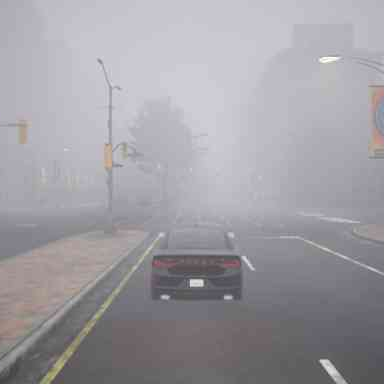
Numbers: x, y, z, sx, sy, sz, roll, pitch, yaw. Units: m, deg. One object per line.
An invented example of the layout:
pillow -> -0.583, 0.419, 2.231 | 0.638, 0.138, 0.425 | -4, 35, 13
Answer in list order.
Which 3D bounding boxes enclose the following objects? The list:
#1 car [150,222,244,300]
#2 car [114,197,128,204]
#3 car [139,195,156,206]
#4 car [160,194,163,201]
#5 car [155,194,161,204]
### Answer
car -> 0.113, 1.494, 8.467 | 1.882, 1.535, 5.008 | 0, 0, 1
car -> -14.463, 1.726, 67.851 | 1.895, 1.301, 4.718 | 0, 0, 0
car -> -7.843, 1.615, 56.478 | 1.837, 1.490, 4.892 | 0, 0, 1
car -> -7.676, 1.374, 76.489 | 2.150, 2.045, 5.566 | 0, 0, 0
car -> -7.756, 1.653, 65.737 | 1.812, 1.442, 4.674 | 0, 0, 1
